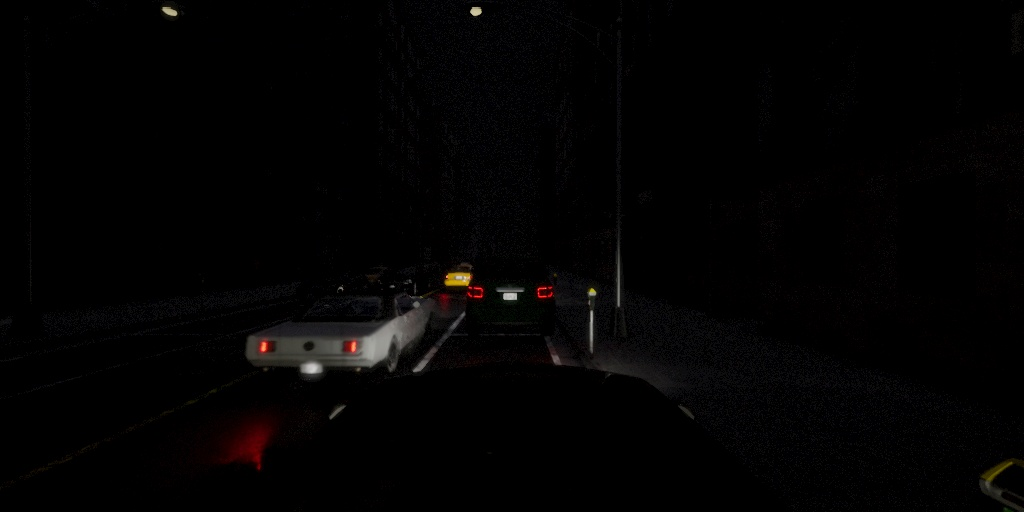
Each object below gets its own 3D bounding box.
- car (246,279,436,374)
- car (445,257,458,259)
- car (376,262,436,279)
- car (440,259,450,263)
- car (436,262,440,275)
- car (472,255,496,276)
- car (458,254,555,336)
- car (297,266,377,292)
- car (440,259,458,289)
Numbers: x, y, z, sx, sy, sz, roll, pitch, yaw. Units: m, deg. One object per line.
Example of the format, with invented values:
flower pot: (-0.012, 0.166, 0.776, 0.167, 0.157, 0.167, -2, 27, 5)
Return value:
car: (-2.921, 1.351, 7.461, 1.895, 1.301, 4.718, 0, 0, 0)
car: (-8.408, 1.052, 49.696, 2.192, 1.841, 5.009, 0, 0, 0)
car: (-5.870, 1.227, 20.052, 1.882, 1.535, 5.008, 0, 0, 0)
car: (-8.408, 1.295, 38.870, 2.007, 1.370, 4.403, 0, 0, 0)
car: (-8.408, 1.298, 33.457, 2.007, 1.370, 4.403, 0, 0, 0)
car: (-2.923, 0.965, 38.871, 2.150, 2.045, 5.566, 0, 0, 0)
car: (-0.039, 0.978, 10.530, 2.150, 2.045, 5.566, 0, 0, 0)
car: (-8.408, 1.316, 17.218, 1.948, 1.339, 4.313, 0, 0, 0)
car: (-3.019, 1.207, 23.015, 1.801, 1.575, 5.366, 0, 0, 0)
